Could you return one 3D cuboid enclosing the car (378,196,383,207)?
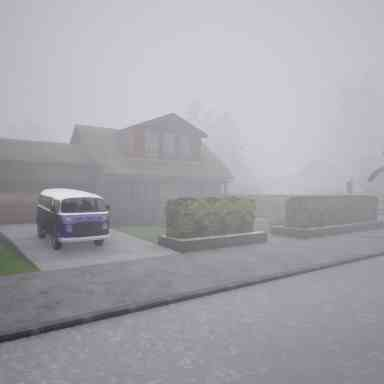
[{"bbox_3d":[24.583,0.986,41.404,3.866,1.878,1.905,0,0,-1],"label":"car"}]
